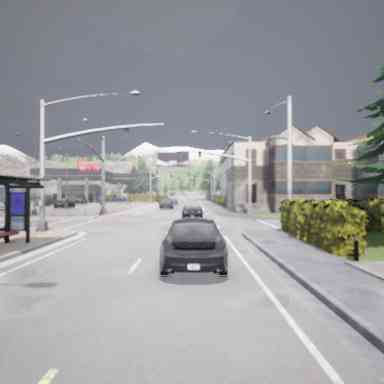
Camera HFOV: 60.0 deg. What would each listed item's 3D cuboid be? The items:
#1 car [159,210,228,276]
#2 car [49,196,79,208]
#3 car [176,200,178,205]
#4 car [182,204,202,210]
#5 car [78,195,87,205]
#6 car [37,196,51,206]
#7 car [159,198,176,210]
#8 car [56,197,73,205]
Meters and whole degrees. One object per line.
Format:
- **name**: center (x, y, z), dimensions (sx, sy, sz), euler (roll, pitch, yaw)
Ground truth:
- **car**: center (0.054, 1.556, 10.490), dimensions (1.837, 1.490, 4.892), euler (0, 0, 0)
- **car**: center (-19.020, 1.719, 49.779), dimensions (2.007, 1.523, 4.514), euler (0, 0, 0)
- **car**: center (-3.659, 1.857, 63.425), dimensions (1.994, 1.385, 4.181), euler (0, 0, 0)
- **car**: center (0.032, 1.776, 31.475), dimensions (1.895, 1.301, 4.718), euler (0, 1, 0)
- **car**: center (-22.758, 1.580, 67.641), dimensions (1.905, 1.878, 3.866), euler (0, 0, 0)
- **car**: center (-26.008, 1.564, 59.758), dimensions (1.932, 1.855, 4.605), euler (0, 0, 0)
- **car**: center (-3.676, 1.698, 47.727), dimensions (1.882, 1.535, 5.008), euler (0, 0, 0)
- **car**: center (-26.086, 1.867, 68.235), dimensions (1.970, 1.475, 3.806), euler (0, 0, 0)
